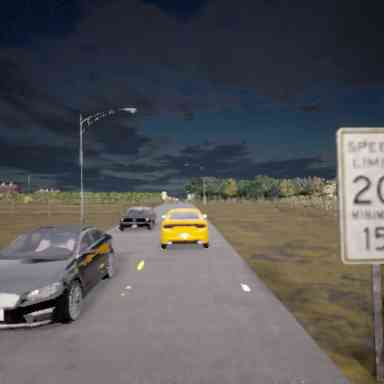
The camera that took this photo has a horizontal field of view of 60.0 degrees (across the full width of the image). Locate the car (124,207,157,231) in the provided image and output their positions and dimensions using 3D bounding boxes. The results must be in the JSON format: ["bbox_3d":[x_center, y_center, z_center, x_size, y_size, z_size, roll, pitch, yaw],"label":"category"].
[{"bbox_3d":[-3.314,1.640,21.100,1.895,1.301,4.718,-1,0,-1],"label":"car"}]

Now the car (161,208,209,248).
[{"bbox_3d":[-0.329,1.475,14.951,1.882,1.535,5.008,-1,0,-1],"label":"car"}]

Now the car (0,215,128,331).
[{"bbox_3d":[-2.978,1.525,7.290,2.128,1.511,4.902,-1,0,-1],"label":"car"}]
